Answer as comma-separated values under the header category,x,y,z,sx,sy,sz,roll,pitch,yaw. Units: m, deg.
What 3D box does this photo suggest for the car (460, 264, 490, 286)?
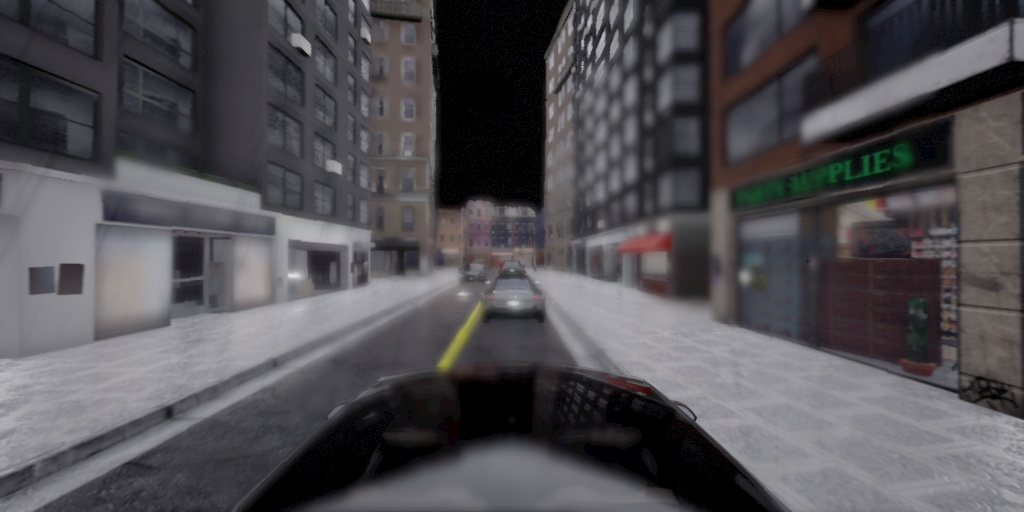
category,x,y,z,sx,sy,sz,roll,pitch,yaw
car,-2.599,1.335,26.416,1.837,1.490,4.892,0,0,0

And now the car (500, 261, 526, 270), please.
category,x,y,z,sx,sy,sz,roll,pitch,yaw
car,0.094,1.192,29.505,2.097,1.767,4.553,0,0,0

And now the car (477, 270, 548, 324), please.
category,x,y,z,sx,sy,sz,roll,pitch,yaw
car,0.092,1.348,12.188,1.994,1.385,4.181,0,0,0
